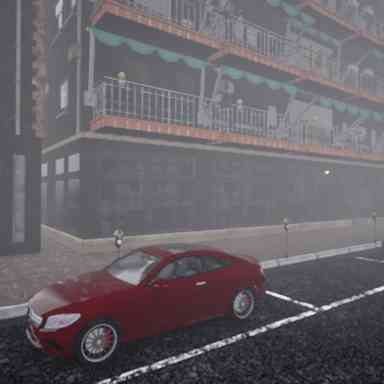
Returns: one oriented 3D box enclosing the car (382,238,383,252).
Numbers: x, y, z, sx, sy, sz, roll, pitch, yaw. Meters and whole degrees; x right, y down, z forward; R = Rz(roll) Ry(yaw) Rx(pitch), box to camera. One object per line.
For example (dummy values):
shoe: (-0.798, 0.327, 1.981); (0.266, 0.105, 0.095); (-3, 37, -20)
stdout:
car: (8.681, 1.615, 12.258); (4.206, 1.307, 1.802); (0, 0, -35)

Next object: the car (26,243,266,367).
car: (-0.513, 1.588, 5.723); (4.206, 1.307, 1.802); (0, 0, -35)
